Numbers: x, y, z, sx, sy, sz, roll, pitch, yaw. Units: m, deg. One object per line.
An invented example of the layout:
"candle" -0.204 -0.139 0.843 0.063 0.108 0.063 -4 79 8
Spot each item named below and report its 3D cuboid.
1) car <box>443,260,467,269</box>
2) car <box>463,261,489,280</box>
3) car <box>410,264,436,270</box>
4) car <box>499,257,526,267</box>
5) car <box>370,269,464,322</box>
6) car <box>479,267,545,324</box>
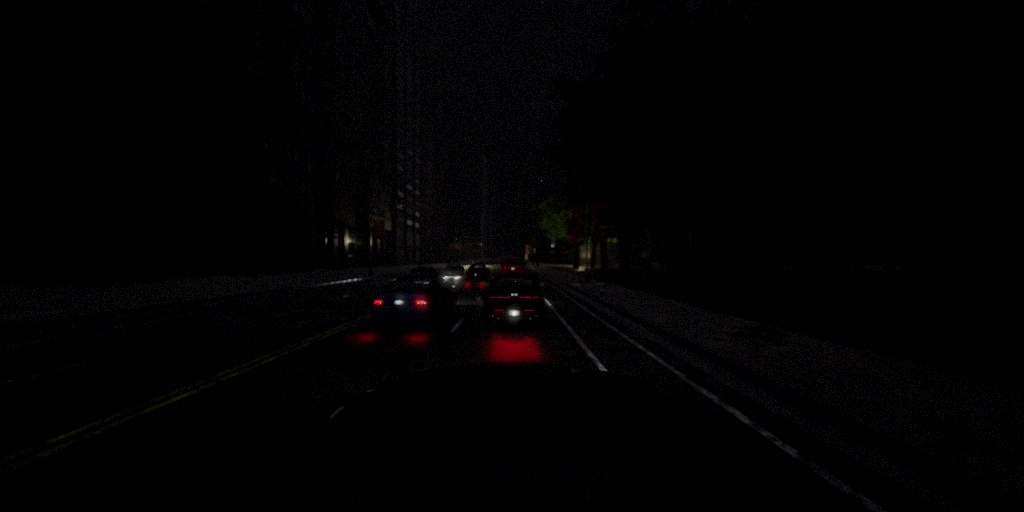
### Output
"car" -6.611 1.503 40.719 2.033 1.411 5.357 0 0 0
"car" -3.158 1.447 33.524 1.812 1.442 4.674 0 0 0
"car" -9.860 1.553 39.925 1.895 1.301 4.718 0 0 0
"car" 0.082 1.134 31.547 2.150 2.045 5.566 0 0 0
"car" -3.168 1.367 12.594 2.033 1.411 5.357 0 0 0
"car" 0.078 1.325 12.344 1.837 1.490 4.892 0 0 0
